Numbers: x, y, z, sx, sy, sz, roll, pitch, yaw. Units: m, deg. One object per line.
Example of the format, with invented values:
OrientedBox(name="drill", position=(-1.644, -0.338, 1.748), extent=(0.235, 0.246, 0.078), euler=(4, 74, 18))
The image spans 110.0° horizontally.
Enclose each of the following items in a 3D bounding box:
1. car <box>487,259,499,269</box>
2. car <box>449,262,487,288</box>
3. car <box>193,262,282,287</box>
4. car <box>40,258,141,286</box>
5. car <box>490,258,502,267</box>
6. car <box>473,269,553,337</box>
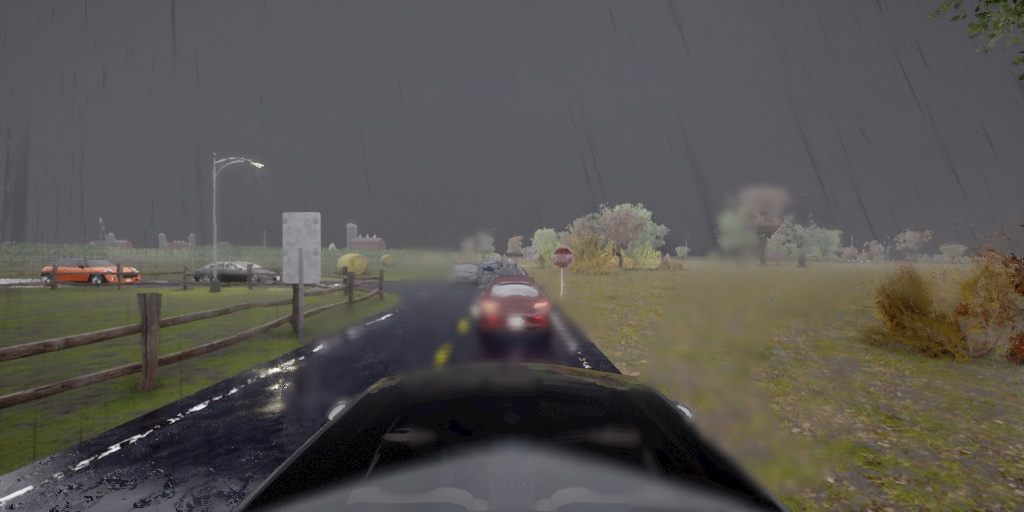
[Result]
OrientedBox(name="car", position=(-2.907, 1.359, 42.215), extent=(1.895, 1.301, 4.718), euler=(0, 0, 0))
OrientedBox(name="car", position=(-2.877, 1.242, 23.452), extent=(1.837, 1.490, 4.892), euler=(0, 0, 0))
OrientedBox(name="car", position=(-17.357, 1.146, 22.835), extent=(4.902, 1.511, 2.128), euler=(0, 1, -1))
OrientedBox(name="car", position=(-26.561, 0.943, 22.727), extent=(4.553, 1.767, 2.097), euler=(0, 1, -1))
OrientedBox(name="car", position=(-2.908, 1.333, 53.711), extent=(1.994, 1.385, 4.181), euler=(0, 0, 0))
OrientedBox(name="car", position=(0.052, 1.273, 10.129), extent=(1.812, 1.442, 4.674), euler=(0, 0, -1))
